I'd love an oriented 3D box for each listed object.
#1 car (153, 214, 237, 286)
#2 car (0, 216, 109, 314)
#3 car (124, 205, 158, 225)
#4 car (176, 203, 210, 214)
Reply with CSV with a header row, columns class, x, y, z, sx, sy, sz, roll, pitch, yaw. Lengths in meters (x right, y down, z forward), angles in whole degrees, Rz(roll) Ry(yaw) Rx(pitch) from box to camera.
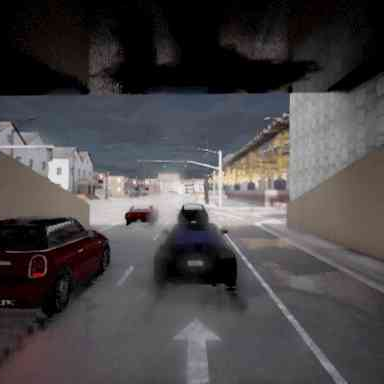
class,x,y,z,sx,sy,sz,roll,pitch,yaw
car,0.082,1.551,9.389,1.994,1.385,4.181,0,0,0
car,-3.415,1.340,7.743,2.097,1.767,4.553,0,0,0
car,-3.462,1.566,23.701,1.895,1.301,4.718,0,0,-1
car,0.064,1.474,21.107,1.837,1.490,4.892,0,0,0
